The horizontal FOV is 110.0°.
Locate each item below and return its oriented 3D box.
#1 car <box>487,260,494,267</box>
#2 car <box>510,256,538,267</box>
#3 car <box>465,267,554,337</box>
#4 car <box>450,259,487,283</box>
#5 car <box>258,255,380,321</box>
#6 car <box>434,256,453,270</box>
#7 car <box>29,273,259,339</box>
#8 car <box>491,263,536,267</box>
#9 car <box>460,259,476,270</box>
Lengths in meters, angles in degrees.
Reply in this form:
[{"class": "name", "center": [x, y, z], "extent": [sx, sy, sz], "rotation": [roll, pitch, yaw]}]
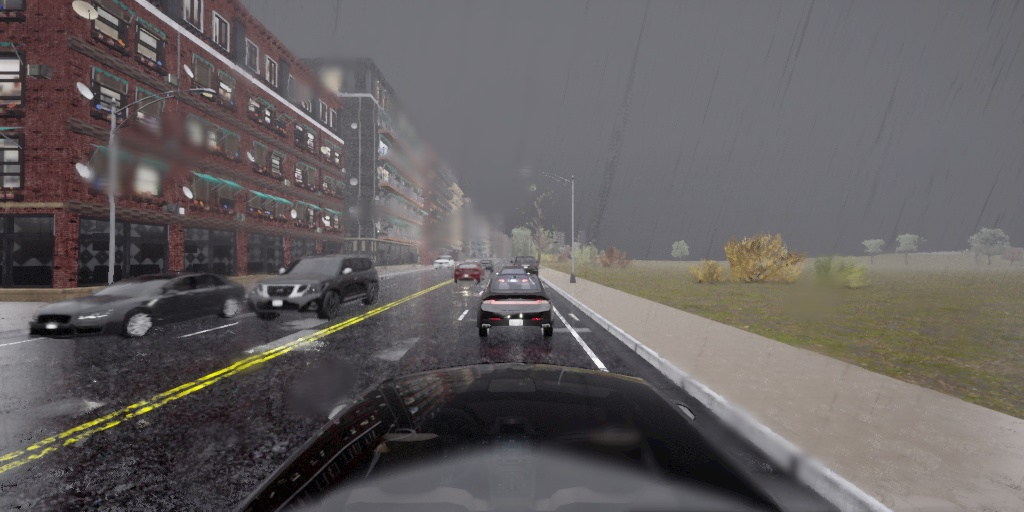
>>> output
[{"class": "car", "center": [-3.258, 1.257, 45.585], "extent": [1.837, 1.490, 4.892], "rotation": [0, -1, 1]}, {"class": "car", "center": [1.069, 0.979, 30.924], "extent": [2.150, 2.045, 5.566], "rotation": [0, 0, 0]}, {"class": "car", "center": [0.081, 1.243, 10.272], "extent": [2.128, 1.511, 4.902], "rotation": [0, 0, 0]}, {"class": "car", "center": [-3.211, 1.231, 27.551], "extent": [1.882, 1.535, 5.008], "rotation": [0, 0, 0]}, {"class": "car", "center": [-6.625, 0.973, 12.880], "extent": [2.150, 2.045, 5.566], "rotation": [0, 0, 0]}, {"class": "car", "center": [-9.968, 0.974, 52.799], "extent": [2.150, 2.045, 5.566], "rotation": [0, 0, 0]}, {"class": "car", "center": [-9.869, 1.256, 10.109], "extent": [1.837, 1.490, 4.892], "rotation": [0, 0, 0]}, {"class": "car", "center": [0.060, 1.301, 20.712], "extent": [2.033, 1.411, 5.357], "rotation": [0, 0, 0]}, {"class": "car", "center": [-6.717, 1.230, 55.251], "extent": [1.882, 1.535, 5.008], "rotation": [0, 0, 0]}]
